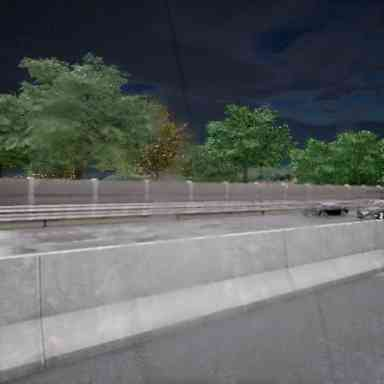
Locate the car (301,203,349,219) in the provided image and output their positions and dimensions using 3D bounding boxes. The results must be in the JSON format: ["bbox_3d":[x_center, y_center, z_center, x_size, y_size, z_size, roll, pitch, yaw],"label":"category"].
[{"bbox_3d":[11.850,1.645,29.609,4.718,1.301,1.895,0,0,-35],"label":"car"}]

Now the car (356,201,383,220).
[{"bbox_3d":[15.834,1.559,28.131,4.892,1.490,1.837,1,-1,-35],"label":"car"}]
